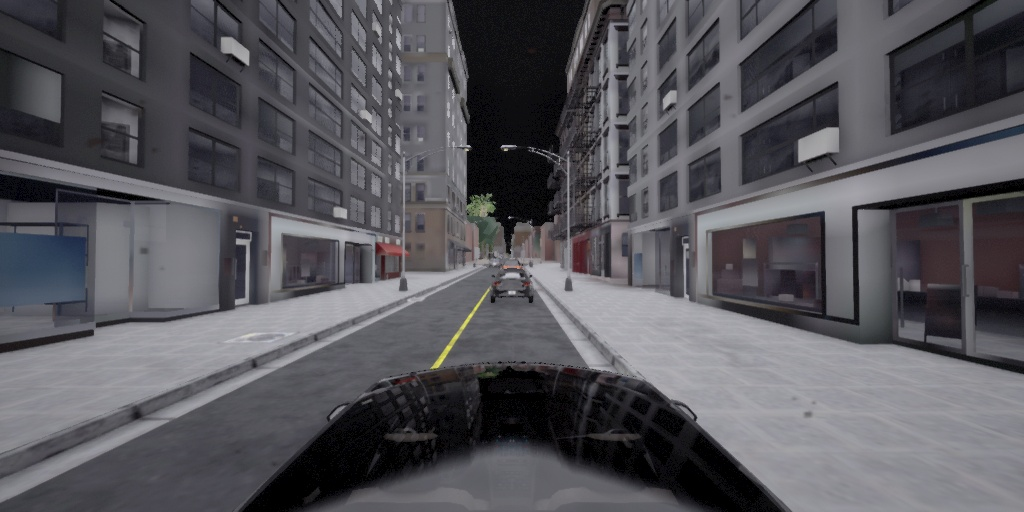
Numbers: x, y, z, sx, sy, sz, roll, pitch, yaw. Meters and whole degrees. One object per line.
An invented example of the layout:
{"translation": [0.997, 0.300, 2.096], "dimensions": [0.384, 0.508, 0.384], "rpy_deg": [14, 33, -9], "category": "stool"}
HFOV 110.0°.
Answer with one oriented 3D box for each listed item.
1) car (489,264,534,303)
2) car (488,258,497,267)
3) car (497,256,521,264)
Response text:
{"translation": [0.000, 1.277, 16.501], "dimensions": [1.812, 1.442, 4.674], "rpy_deg": [0, 0, 0], "category": "car"}
{"translation": [-2.750, 1.146, 57.509], "dimensions": [2.128, 1.511, 4.902], "rpy_deg": [0, 0, 0], "category": "car"}
{"translation": [0.000, 1.082, 31.473], "dimensions": [2.097, 1.767, 4.553], "rpy_deg": [0, 0, 0], "category": "car"}
